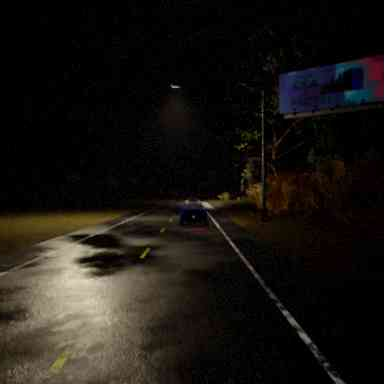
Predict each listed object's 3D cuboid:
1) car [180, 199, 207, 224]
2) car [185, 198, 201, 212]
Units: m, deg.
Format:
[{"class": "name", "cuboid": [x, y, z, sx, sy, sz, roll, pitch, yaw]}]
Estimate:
[{"class": "car", "cuboid": [0.112, 1.530, 24.975, 1.882, 1.535, 5.008, 0, 0, 0]}, {"class": "car", "cuboid": [0.122, 1.565, 42.060, 1.882, 1.535, 5.008, 0, 0, 0]}]
